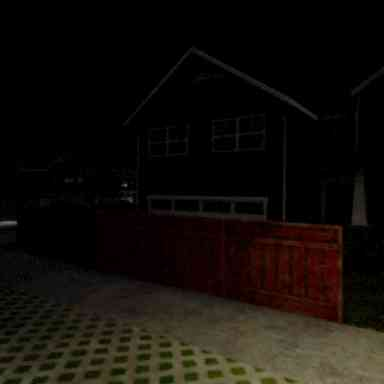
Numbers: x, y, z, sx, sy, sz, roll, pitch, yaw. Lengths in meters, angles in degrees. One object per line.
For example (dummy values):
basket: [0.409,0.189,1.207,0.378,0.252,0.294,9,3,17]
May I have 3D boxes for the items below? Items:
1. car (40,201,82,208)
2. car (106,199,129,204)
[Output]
car: [-11.905,1.545,30.146,2.128,1.511,4.902,0,0,16]
car: [-9.103,1.640,40.235,1.837,1.490,4.892,0,0,16]
